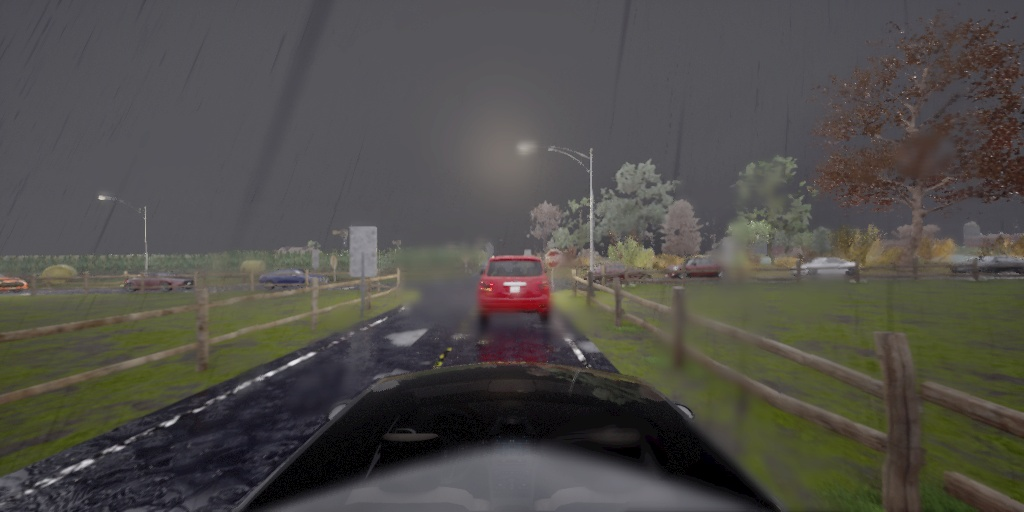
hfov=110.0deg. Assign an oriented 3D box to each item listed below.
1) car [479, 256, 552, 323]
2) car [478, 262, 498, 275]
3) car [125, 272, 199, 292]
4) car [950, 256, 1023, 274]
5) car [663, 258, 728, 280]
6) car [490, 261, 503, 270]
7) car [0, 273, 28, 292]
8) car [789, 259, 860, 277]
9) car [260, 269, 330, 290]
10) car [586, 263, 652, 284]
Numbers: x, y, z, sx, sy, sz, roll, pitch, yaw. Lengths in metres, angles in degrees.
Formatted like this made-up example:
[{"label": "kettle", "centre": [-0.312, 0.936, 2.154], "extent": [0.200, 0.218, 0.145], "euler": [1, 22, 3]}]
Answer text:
[{"label": "car", "centre": [0.111, 1.016, 12.422], "extent": [2.150, 2.045, 5.566], "euler": [0, 0, 0]}, {"label": "car", "centre": [-2.801, 1.443, 43.169], "extent": [2.128, 1.511, 4.902], "euler": [0, 0, 0]}, {"label": "car", "centre": [-25.780, 1.881, 26.481], "extent": [4.181, 1.385, 1.994], "euler": [-1, 0, 1]}, {"label": "car", "centre": [37.579, 0.713, 28.182], "extent": [4.674, 1.442, 1.812], "euler": [-1, 0, 1]}, {"label": "car", "centre": [14.582, 0.937, 28.647], "extent": [4.553, 1.767, 2.097], "euler": [-1, 0, 1]}, {"label": "car", "centre": [-2.749, 1.615, 63.595], "extent": [2.033, 1.411, 5.357], "euler": [0, 0, 1]}, {"label": "car", "centre": [-39.418, 1.934, 26.762], "extent": [4.553, 1.767, 2.097], "euler": [-1, 0, 1]}, {"label": "car", "centre": [24.730, 0.933, 28.435], "extent": [4.674, 1.442, 1.812], "euler": [-1, 0, 1]}, {"label": "car", "centre": [-15.861, 1.657, 26.246], "extent": [4.674, 1.442, 1.812], "euler": [-1, 0, 3]}, {"label": "car", "centre": [7.617, 1.226, 25.612], "extent": [4.674, 1.442, 1.812], "euler": [-1, -1, -12]}]
